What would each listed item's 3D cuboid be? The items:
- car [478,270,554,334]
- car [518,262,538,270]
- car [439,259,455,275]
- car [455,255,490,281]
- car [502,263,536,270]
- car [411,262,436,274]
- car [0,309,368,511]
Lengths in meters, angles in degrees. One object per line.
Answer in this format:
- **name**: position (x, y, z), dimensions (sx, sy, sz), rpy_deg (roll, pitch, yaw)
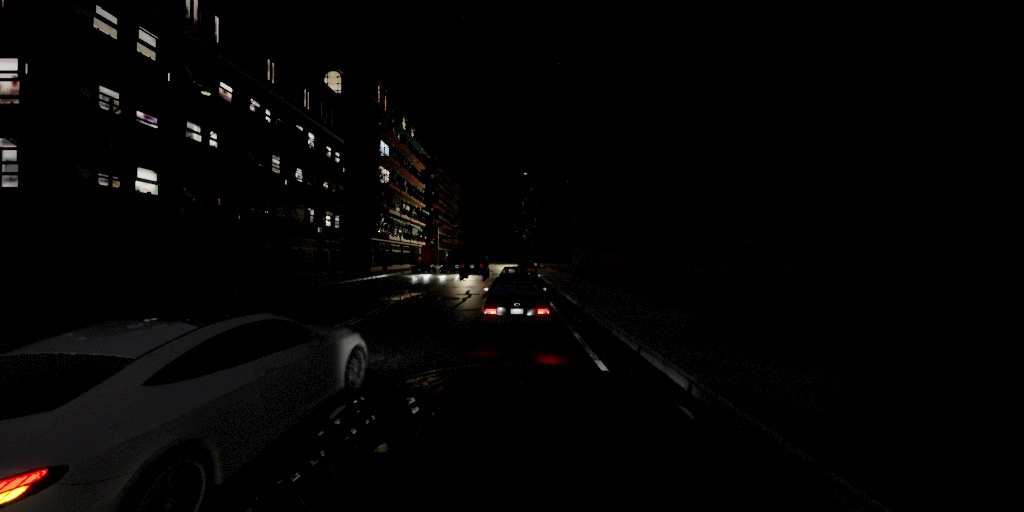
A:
- **car**: position (0.108, 1.299, 10.614), dimensions (2.033, 1.411, 5.357), rpy_deg (0, 0, 0)
- **car**: position (1.159, 1.259, 30.743), dimensions (1.837, 1.490, 4.892), rpy_deg (0, 0, 0)
- **car**: position (-6.573, 1.105, 39.334), dimensions (2.097, 1.767, 4.553), rpy_deg (0, 0, 0)
- **car**: position (-3.121, 0.965, 30.345), dimensions (2.150, 2.045, 5.566), rpy_deg (0, -1, -1)
- **car**: position (0.113, 1.300, 20.976), dimensions (2.033, 1.411, 5.357), rpy_deg (0, 0, 0)
- **car**: position (-9.822, 1.317, 40.076), dimensions (1.994, 1.385, 4.181), rpy_deg (0, 0, 0)
- **car**: position (-3.151, 1.276, 3.679), dimensions (1.812, 1.442, 4.674), rpy_deg (0, 0, 0)
